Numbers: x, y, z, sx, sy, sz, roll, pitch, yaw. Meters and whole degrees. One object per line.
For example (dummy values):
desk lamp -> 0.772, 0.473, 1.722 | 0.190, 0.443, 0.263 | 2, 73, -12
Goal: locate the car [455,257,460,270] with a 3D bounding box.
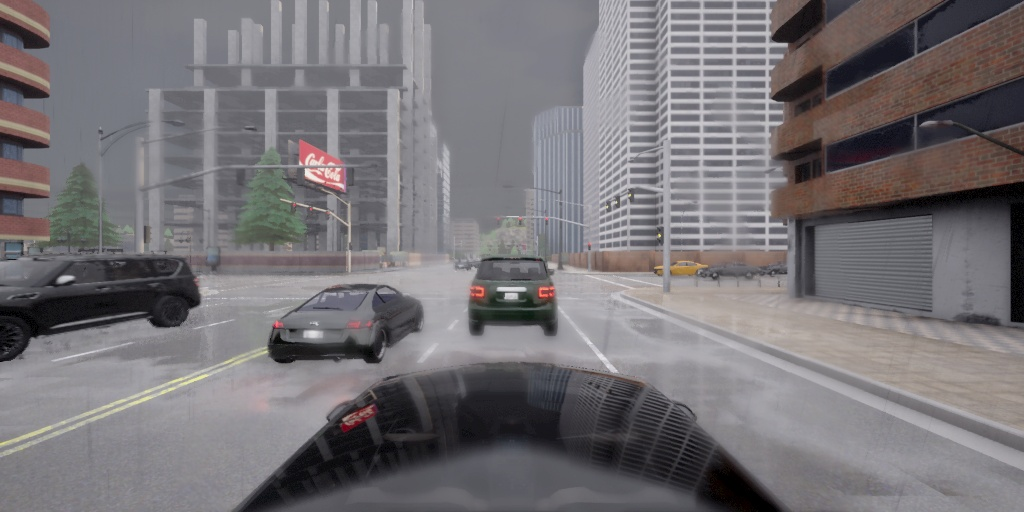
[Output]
car -> -6.841, 1.241, 50.673 | 2.128, 1.511, 4.902 | 0, 0, 0

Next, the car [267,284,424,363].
car -> -3.378, 1.314, 8.137 | 1.994, 1.385, 4.181 | 0, 0, 0

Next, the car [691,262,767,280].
car -> 18.770, 1.241, 31.234 | 4.902, 1.511, 2.128 | 0, 0, 0

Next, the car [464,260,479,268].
car -> -6.775, 1.314, 59.783 | 1.994, 1.385, 4.181 | 0, 0, 1

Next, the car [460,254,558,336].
car -> 0.098, 0.971, 10.525 | 2.150, 2.045, 5.566 | 0, 0, 2

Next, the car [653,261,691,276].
car -> 16.292, 1.228, 34.735 | 5.008, 1.535, 1.882 | 0, 0, 0

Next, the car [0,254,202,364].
car -> -10.420, 0.971, 8.378 | 2.150, 2.045, 5.566 | 0, 0, 2

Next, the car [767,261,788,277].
car -> 26.228, 1.241, 34.726 | 4.902, 1.511, 2.128 | 0, 0, 0
